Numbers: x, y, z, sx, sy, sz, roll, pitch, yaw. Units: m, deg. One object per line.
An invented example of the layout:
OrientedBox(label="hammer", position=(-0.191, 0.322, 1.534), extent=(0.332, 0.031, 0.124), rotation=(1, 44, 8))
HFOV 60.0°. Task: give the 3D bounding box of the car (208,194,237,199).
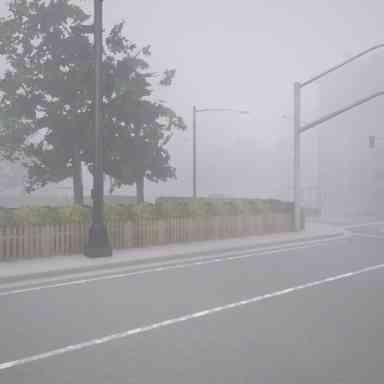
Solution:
OrientedBox(label="car", position=(3.914, 1.221, 39.213), extent=(2.150, 2.045, 5.566), rotation=(0, 0, -35))

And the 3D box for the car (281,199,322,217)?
OrientedBox(label="car", position=(9.604, 1.478, 30.990), extent=(1.882, 1.535, 5.008), rotation=(0, 0, -35))
